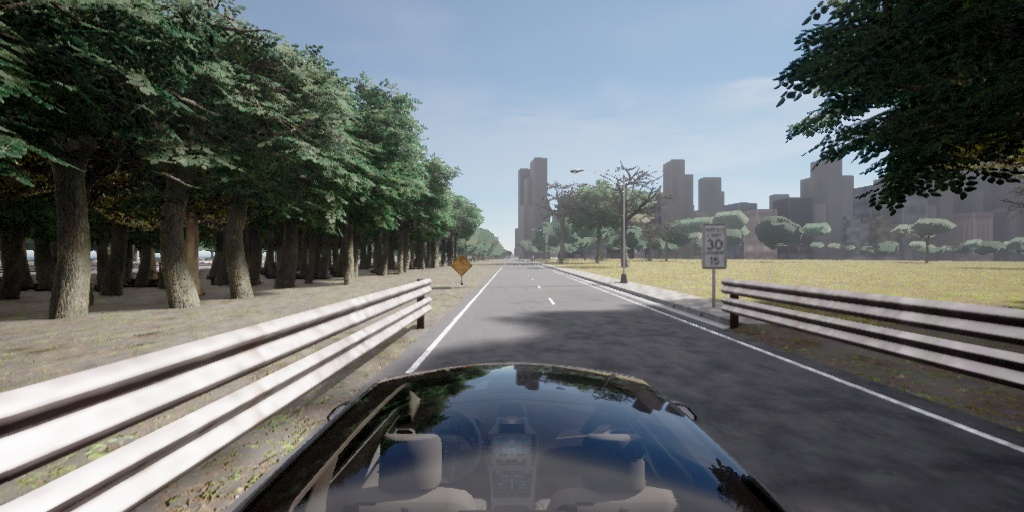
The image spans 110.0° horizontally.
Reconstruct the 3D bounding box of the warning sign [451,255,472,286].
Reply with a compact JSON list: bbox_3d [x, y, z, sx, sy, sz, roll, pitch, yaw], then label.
[{"bbox_3d":[-3.050,0.862,21.749,1.300,1.860,1.060,0,0,0],"label":"warning sign"}]
